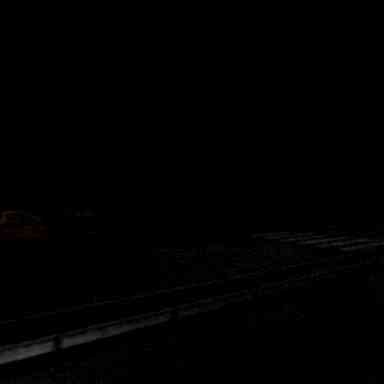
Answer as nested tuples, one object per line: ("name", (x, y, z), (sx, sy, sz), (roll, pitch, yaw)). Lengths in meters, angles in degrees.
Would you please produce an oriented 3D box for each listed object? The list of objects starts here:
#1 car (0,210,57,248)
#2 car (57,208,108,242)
("car", (-8.092, 1.558, 15.444), (2.097, 1.535, 5.008), (0, 0, -35))
("car", (-5.845, 1.572, 17.038), (2.231, 1.521, 4.892), (0, 0, -35))
